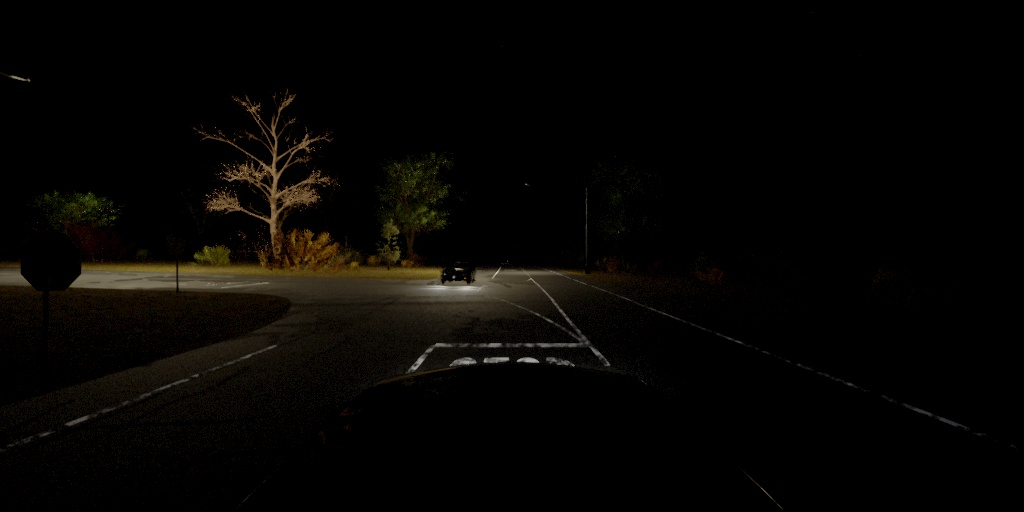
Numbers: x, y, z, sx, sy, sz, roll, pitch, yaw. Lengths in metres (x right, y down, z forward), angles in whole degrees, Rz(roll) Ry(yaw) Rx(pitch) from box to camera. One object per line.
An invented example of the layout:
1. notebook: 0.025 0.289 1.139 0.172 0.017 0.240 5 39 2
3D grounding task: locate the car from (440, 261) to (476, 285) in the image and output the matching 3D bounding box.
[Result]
1. car: -3.502 1.081 23.993 1.837 1.490 4.892 1 -1 0
